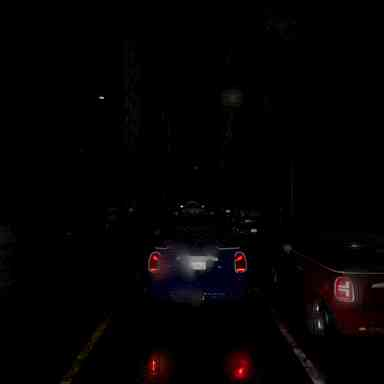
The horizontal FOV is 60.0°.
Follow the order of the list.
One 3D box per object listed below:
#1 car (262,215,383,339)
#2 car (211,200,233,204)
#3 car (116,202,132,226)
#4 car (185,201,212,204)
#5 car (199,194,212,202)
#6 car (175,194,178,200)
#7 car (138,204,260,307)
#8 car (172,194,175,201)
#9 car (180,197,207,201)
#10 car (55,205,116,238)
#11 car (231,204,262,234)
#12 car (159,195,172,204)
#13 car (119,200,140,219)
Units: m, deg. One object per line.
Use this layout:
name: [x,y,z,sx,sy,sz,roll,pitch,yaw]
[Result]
car: [2.858,1.440,6.586,1.967,1.590,4.097,0,0,0]
car: [2.874,1.569,28.592,1.947,1.339,4.313,0,0,0]
car: [-5.656,1.584,23.097,1.802,1.307,4.206,0,0,0]
car: [0.108,1.479,17.437,1.882,1.535,5.008,0,0,0]
car: [2.934,1.484,65.682,1.967,1.590,4.097,0,0,0]
car: [-5.523,1.638,92.573,1.752,1.417,4.829,0,0,0]
car: [0.105,1.352,8.157,2.097,1.767,4.553,0,0,0]
car: [-5.563,1.617,76.518,2.008,1.369,4.403,0,0,0]
car: [0.019,1.460,27.459,1.801,1.575,5.366,0,0,0]
car: [-5.659,1.567,17.595,1.947,1.339,4.313,0,0,0]
car: [2.866,1.552,17.589,2.008,1.369,4.403,0,0,0]
car: [-5.591,1.626,65.701,1.802,1.307,4.206,0,0,0]
car: [-5.652,1.444,28.598,1.967,1.590,4.097,0,0,0]
